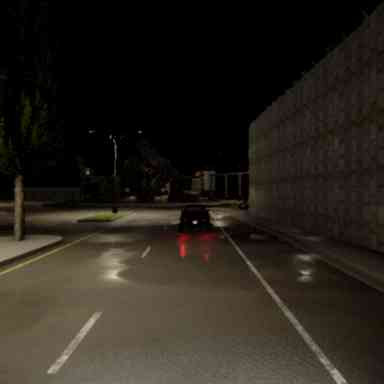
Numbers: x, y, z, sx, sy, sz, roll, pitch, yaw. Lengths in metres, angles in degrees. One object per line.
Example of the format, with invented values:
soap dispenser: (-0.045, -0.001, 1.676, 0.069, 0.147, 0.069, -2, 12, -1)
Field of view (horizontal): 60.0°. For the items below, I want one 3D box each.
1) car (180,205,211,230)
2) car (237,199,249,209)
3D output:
car: (0.196, 1.526, 21.131, 1.812, 1.442, 4.674, 0, 0, 1)
car: (8.193, 1.607, 44.744, 4.718, 1.301, 1.895, 0, 0, -45)
